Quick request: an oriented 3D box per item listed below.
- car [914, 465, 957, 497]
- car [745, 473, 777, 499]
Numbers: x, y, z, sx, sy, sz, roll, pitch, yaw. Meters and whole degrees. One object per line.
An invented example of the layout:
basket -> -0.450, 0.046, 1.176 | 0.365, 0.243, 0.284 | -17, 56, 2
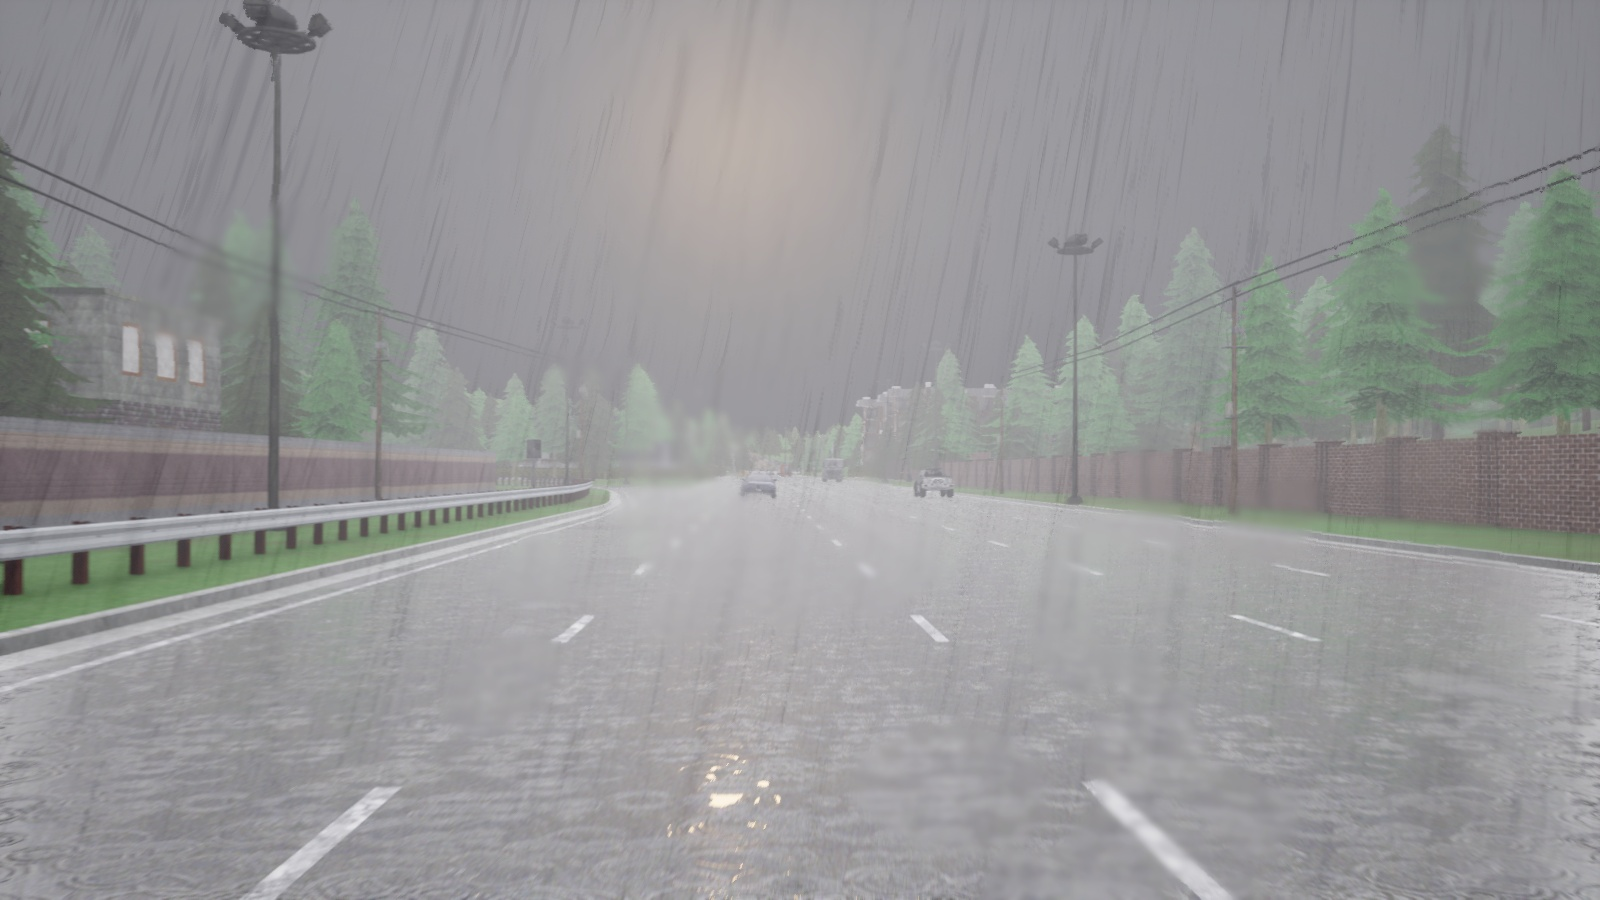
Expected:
car -> 8.152, 1.873, 75.930 | 1.932, 1.855, 4.605 | 0, -1, -2
car -> -2.246, 2.061, 72.419 | 1.812, 1.442, 4.674 | 0, -1, -2
